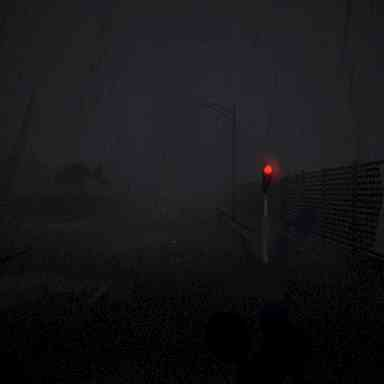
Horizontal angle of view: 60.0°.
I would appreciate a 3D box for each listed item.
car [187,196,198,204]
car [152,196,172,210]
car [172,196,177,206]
[{"bbox_3d":[0.094,1.505,63.222,1.837,1.490,4.892,0,0,0],"label":"car"},{"bbox_3d":[-4.034,1.564,43.424,1.994,1.385,4.181,0,0,0],"label":"car"},{"bbox_3d":[-4.010,1.478,54.268,1.882,1.535,5.008,0,0,0],"label":"car"}]
